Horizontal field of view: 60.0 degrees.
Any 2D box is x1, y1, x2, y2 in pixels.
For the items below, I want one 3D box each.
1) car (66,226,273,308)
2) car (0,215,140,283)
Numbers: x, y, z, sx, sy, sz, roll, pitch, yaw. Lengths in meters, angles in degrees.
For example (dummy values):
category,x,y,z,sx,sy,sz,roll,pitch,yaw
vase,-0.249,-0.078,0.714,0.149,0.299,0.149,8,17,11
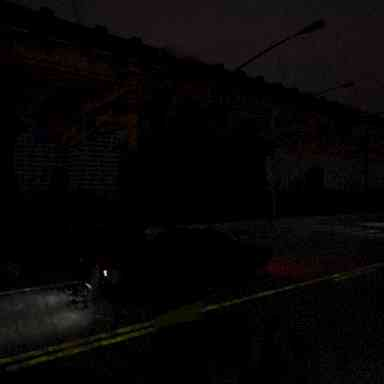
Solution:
category,x,y,z,sx,sy,sz,roll,pitch,yaw
car,-0.297,1.599,8.069,4.718,1.301,1.895,0,0,-35
car,-3.769,1.476,9.896,5.008,1.535,1.882,0,0,-35
